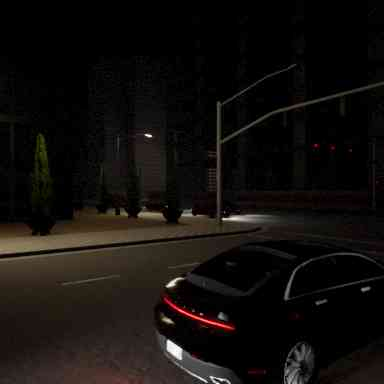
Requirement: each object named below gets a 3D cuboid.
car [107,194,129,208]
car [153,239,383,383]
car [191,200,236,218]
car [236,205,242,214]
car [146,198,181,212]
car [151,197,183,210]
[{"bbox_3d":[-11.207,1.285,48.985,2.150,2.045,5.566,0,0,-36],"label":"car"},{"bbox_3d":[1.781,1.508,5.128,4.892,1.490,1.837,0,0,-35],"label":"car"},{"bbox_3d":[1.722,1.627,31.115,1.994,1.385,4.181,0,0,-36],"label":"car"},{"bbox_3d":[3.166,1.569,35.088,1.837,1.490,4.892,0,0,-36],"label":"car"},{"bbox_3d":[-3.418,1.664,38.210,1.895,1.301,4.718,0,0,-36],"label":"car"},{"bbox_3d":[-3.409,1.542,44.168,1.882,1.535,5.008,0,0,-36],"label":"car"}]
